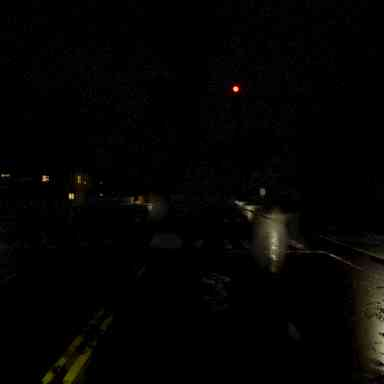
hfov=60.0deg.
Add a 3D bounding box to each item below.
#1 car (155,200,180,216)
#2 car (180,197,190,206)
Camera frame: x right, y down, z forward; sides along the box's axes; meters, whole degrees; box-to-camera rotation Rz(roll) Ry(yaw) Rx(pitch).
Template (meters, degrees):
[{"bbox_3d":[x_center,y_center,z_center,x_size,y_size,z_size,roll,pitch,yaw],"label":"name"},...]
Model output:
[{"bbox_3d":[-2.545,1.600,33.491,1.837,1.490,4.892,0,0,2],"label":"car"},{"bbox_3d":[-1.278,1.643,57.824,2.033,1.411,5.357,0,0,4],"label":"car"}]
